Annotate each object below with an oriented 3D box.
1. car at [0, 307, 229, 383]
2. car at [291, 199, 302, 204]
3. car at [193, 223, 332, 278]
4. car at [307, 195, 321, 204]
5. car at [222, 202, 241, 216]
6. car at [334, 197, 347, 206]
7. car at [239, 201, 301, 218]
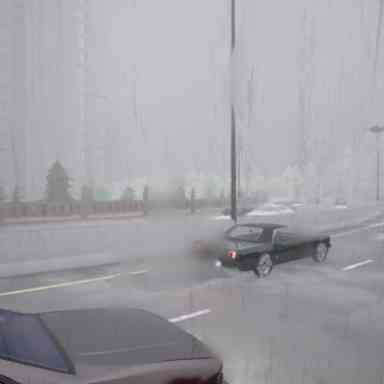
[{"bbox_3d":[-2.229,1.552,2.206,5.357,1.411,2.033,0,0,-36],"label":"car"},{"bbox_3d":[8.716,1.638,32.351,1.994,1.385,4.181,0,0,37],"label":"car"},{"bbox_3d":[2.373,1.613,10.270,4.718,1.301,1.895,0,0,-40],"label":"car"},{"bbox_3d":[25.777,1.560,70.565,2.150,2.045,5.566,0,0,10],"label":"car"},{"bbox_3d":[4.712,1.639,32.913,1.994,1.385,4.181,0,0,38],"label":"car"},{"bbox_3d":[27.000,1.747,60.526,2.128,1.511,4.902,0,0,17],"label":"car"},{"bbox_3d":[5.537,1.567,23.197,1.812,1.442,4.674,0,0,43],"label":"car"}]
